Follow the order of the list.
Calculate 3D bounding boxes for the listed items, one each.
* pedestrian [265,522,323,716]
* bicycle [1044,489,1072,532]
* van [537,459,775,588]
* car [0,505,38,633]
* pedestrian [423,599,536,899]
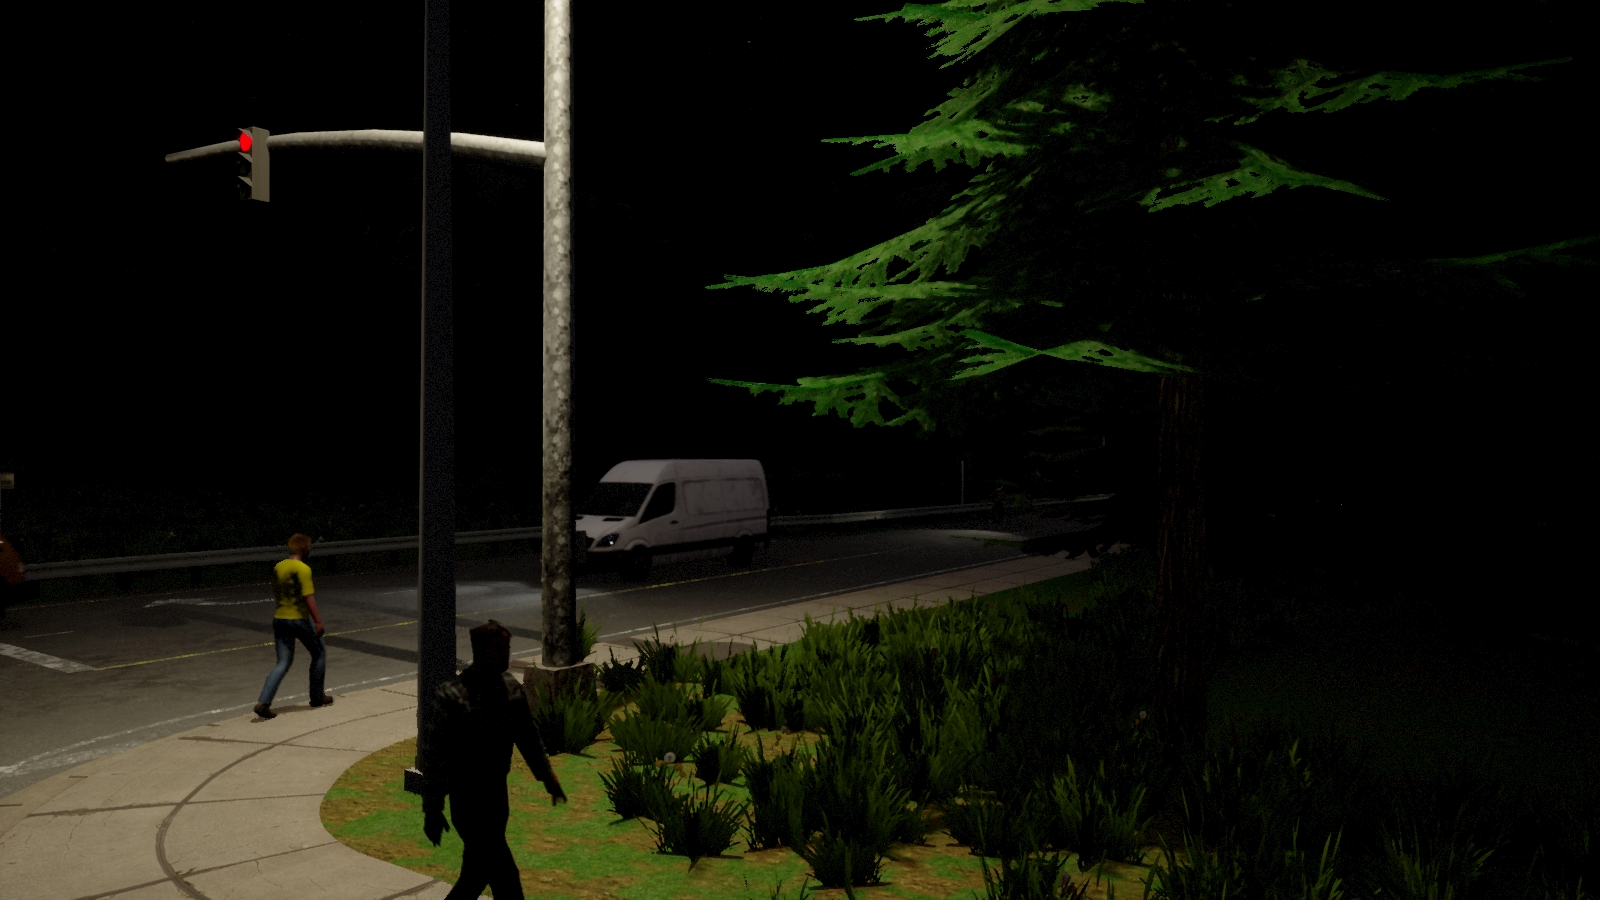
[{"bbox_3d":[-5.039,1.663,11.376,0.375,1.860,0.375,0,0,28],"label":"pedestrian"},{"bbox_3d":[8.943,2.070,39.579,0.373,1.396,1.643,0,0,35],"label":"bicycle"},{"bbox_3d":[-3.092,1.497,26.079,1.988,2.561,5.915,0,0,34],"label":"van"},{"bbox_3d":[-13.904,1.828,16.374,1.932,1.855,4.605,0,0,39],"label":"car"},{"bbox_3d":[-1.562,1.692,5.579,0.375,1.860,0.375,0,0,31],"label":"pedestrian"}]
